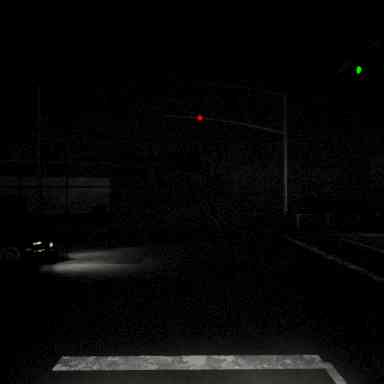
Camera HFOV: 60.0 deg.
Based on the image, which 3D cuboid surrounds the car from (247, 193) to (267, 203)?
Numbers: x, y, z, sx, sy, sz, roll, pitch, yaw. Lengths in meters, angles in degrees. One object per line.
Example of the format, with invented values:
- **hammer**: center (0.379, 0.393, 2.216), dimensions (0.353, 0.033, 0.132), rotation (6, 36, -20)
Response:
- **car**: center (12.817, 1.361, 65.618), dimensions (3.806, 1.475, 1.970), rotation (0, 0, 0)

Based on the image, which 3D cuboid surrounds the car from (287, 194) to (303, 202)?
- **car**: center (21.296, 1.097, 65.689), dimensions (4.605, 1.855, 1.932), rotation (0, 0, 0)

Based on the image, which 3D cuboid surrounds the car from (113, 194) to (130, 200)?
- **car**: center (-19.447, 1.333, 91.533), dimensions (4.674, 1.442, 1.812), rotation (0, 0, 0)

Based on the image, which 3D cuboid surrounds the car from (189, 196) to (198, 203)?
- **car**: center (0.239, 1.547, 69.640), dimensions (2.033, 1.411, 5.357), rotation (0, 0, 0)

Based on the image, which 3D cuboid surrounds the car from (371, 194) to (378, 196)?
- **car**: center (38.344, 1.232, 69.034), dimensions (3.806, 1.475, 1.970), rotation (0, 0, 0)

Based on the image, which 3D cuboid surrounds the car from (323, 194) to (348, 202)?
- **car**: center (31.281, 1.298, 72.669), dimensions (4.514, 1.523, 2.007), rotation (0, 0, 0)

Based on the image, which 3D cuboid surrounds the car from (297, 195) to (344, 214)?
- **car**: center (13.001, 1.330, 31.361), dimensions (5.027, 1.636, 2.152), rotation (0, 0, 0)

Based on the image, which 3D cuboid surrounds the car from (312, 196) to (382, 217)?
- **car**: center (13.066, 1.340, 28.225), dimensions (4.514, 1.523, 2.007), rotation (0, 0, 0)

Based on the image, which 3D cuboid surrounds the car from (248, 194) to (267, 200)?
- **car**: center (18.088, 1.334, 91.576), dimensions (4.902, 1.511, 2.128), rotation (0, 0, 0)

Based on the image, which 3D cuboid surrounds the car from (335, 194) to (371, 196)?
- **car**: center (20.629, 1.320, 43.237), dimensions (3.633, 1.501, 1.845), rotation (0, 0, 0)

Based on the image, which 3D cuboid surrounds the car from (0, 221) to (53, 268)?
- **car**: center (-7.022, 1.506, 10.518), dimensions (4.892, 1.490, 1.837), rotation (0, 1, -9)

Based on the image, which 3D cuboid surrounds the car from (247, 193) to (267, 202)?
- **car**: center (13.416, 1.077, 68.945), dimensions (3.866, 1.878, 1.905), rotation (0, 0, 0)

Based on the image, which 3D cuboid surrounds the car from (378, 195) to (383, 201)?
- **car**: center (38.692, 1.154, 62.617), dimensions (5.027, 1.636, 2.152), rotation (0, 0, 0)
